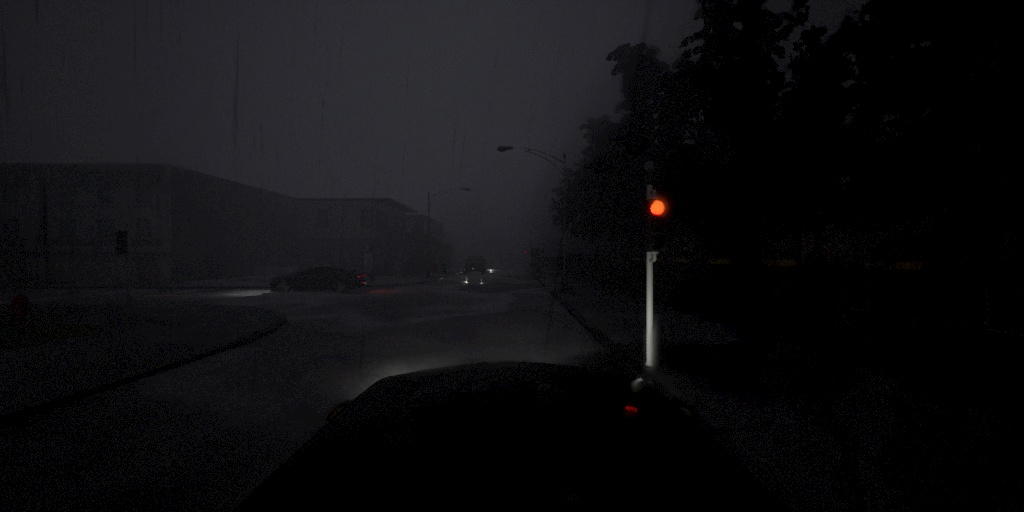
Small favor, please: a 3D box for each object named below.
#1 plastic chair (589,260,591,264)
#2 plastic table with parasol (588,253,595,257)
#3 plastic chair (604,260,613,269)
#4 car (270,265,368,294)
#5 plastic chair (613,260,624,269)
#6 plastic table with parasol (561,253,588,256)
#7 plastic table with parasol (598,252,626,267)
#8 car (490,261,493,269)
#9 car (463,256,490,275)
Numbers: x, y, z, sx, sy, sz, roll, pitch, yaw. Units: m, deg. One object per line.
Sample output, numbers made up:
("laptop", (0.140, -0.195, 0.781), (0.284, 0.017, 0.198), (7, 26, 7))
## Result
("plastic chair", (13.770, 1.304, 62.443), (0.730, 1.272, 0.750), (0, 0, -35))
("plastic table with parasol", (14.722, 0.673, 63.330), (2.482, 2.480, 2.482), (0, 0, -42))
("plastic chair", (14.364, 1.306, 54.214), (0.730, 1.272, 0.750), (0, 0, -35))
("car", (-10.555, 1.256, 19.762), (4.892, 1.490, 1.837), (0, 3, -5))
("plastic chair", (16.070, 1.296, 54.116), (0.750, 1.272, 0.730), (0, 0, -40))
("plastic table with parasol", (10.021, 0.684, 57.859), (2.482, 2.480, 2.482), (0, 0, -40))
("plastic table with parasol", (15.338, 0.694, 55.115), (2.482, 2.480, 2.482), (0, 0, -40))
("car", (-4.035, 1.351, 56.540), (1.895, 1.301, 4.718), (0, 0, 0))
("car", (-4.067, 0.971, 40.176), (2.150, 2.045, 5.566), (0, 0, 0))
